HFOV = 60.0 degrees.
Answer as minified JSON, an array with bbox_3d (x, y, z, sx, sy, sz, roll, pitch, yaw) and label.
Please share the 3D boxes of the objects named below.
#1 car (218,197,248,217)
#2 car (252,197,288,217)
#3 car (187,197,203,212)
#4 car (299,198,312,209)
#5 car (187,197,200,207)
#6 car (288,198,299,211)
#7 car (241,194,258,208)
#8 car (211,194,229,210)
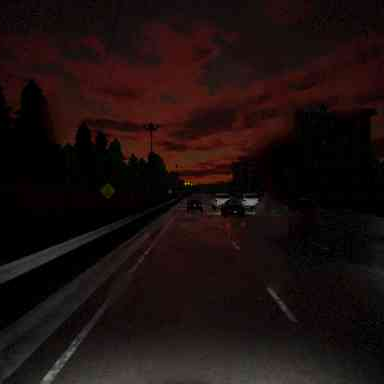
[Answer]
[{"bbox_3d":[3.778,1.526,31.214,1.812,1.442,4.674,0,0,0],"label":"car"},{"bbox_3d":[7.282,1.506,31.705,1.837,1.490,4.892,0,0,0],"label":"car"},{"bbox_3d":[0.332,1.547,39.270,2.033,1.411,5.357,0,0,0],"label":"car"},{"bbox_3d":[14.338,1.478,44.319,1.882,1.535,5.008,0,0,0],"label":"car"},{"bbox_3d":[0.262,1.526,51.037,1.812,1.442,4.674,0,0,0],"label":"car"},{"bbox_3d":[10.823,1.601,39.781,1.895,1.301,4.718,0,0,0],"label":"car"},{"bbox_3d":[7.333,1.221,43.449,2.150,2.045,5.566,0,0,0],"label":"car"},{"bbox_3d":[3.832,1.221,43.943,2.150,2.045,5.566,0,0,0],"label":"car"}]
